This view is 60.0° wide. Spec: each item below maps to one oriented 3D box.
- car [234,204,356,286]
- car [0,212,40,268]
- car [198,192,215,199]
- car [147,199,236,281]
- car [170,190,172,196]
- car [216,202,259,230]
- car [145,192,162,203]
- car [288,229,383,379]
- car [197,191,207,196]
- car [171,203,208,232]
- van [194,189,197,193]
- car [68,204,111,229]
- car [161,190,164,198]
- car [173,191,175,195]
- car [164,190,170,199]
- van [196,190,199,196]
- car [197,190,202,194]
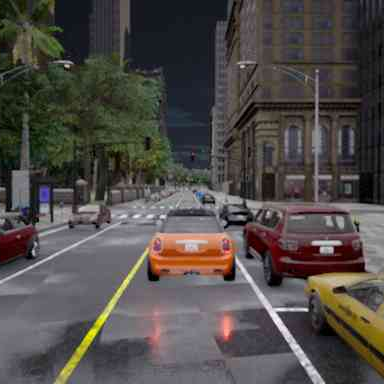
[{"bbox_3d":[2.676,1.217,9.049,2.192,1.841,5.009,0,1,-1],"label":"car"},{"bbox_3d":[-5.849,1.342,8.980,1.967,1.590,4.097,0,1,-1],"label":"car"},{"bbox_3d":[2.300,1.056,46.335,1.947,1.339,4.313,0,1,-1],"label":"car"},{"bbox_3d":[-0.018,1.247,9.658,2.097,1.767,4.553,0,1,0],"label":"car"},{"bbox_3d":[-6.554,0.427,78.784,2.192,1.841,5.009,0,1,-1],"label":"car"},{"bbox_3d":[2.567,1.350,19.901,1.947,1.339,4.313,0,1,-1],"label":"car"},{"bbox_3d":[-6.279,0.979,51.688,2.008,1.369,4.403,0,1,-1],"label":"car"},{"bbox_3d":[2.730,1.484,3.796,1.752,1.417,4.829,0,1,-1],"label":"car"},{"bbox_3d":[2.246,0.995,51.754,1.947,1.339,4.313,0,1,-1],"label":"car"},{"bbox_3d":[-0.129,1.390,19.478,1.895,1.301,4.718,0,1,0],"label":"car"},{"bbox_3d":[1.917,0.389,84.270,1.690,1.788,3.998,0,1,-1],"label":"van"},{"bbox_3d":[-5.958,1.366,19.833,1.802,1.307,4.206,0,1,-1],"label":"car"},{"bbox_3d":[-6.335,0.807,57.106,1.967,1.590,4.097,0,1,-1],"label":"car"},{"bbox_3d":[-6.718,0.231,95.043,2.192,1.841,5.009,0,1,-1],"label":"car"},{"bbox_3d":[-6.499,0.617,73.365,1.967,1.590,4.097,0,1,-1],"label":"car"},{"bbox_3d":[2.135,0.646,62.591,1.690,1.788,3.998,0,1,-1],"label":"van"},{"bbox_3d":[2.189,0.891,57.344,1.752,1.417,4.829,0,1,-1],"label":"car"}]
